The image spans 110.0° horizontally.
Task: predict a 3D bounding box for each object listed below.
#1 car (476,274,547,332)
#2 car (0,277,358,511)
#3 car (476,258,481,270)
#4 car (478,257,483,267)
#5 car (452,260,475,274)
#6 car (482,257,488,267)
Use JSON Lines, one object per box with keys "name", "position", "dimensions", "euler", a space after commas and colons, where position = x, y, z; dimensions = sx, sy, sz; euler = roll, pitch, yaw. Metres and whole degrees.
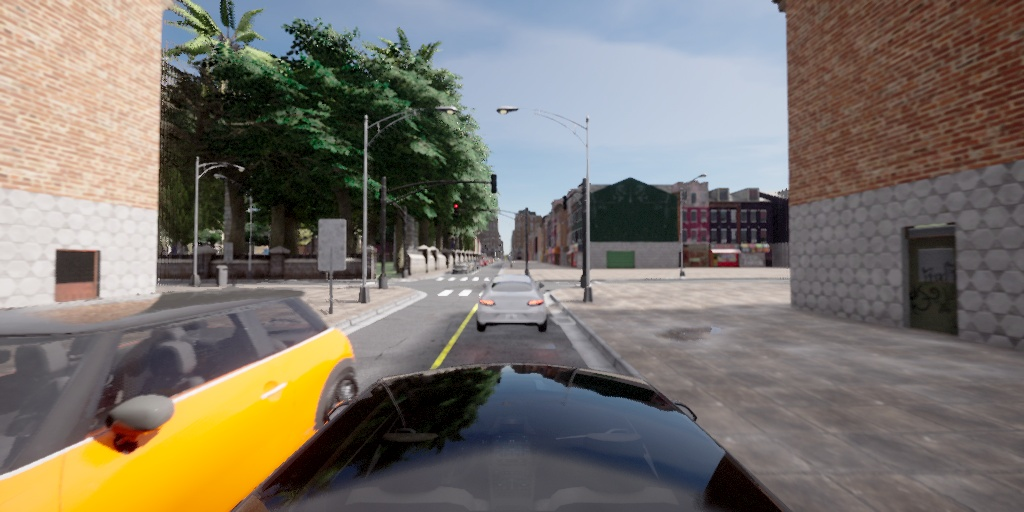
{"name": "car", "position": [0.012, 1.262, 10.722], "dimensions": [1.812, 1.442, 4.674], "euler": [0, 0, 1]}
{"name": "car", "position": [-2.830, 1.102, 2.228], "dimensions": [2.097, 1.767, 4.553], "euler": [0, 0, 0]}
{"name": "car", "position": [-5.631, 1.257, 46.880], "dimensions": [2.007, 1.370, 4.403], "euler": [0, 0, -1]}
{"name": "car", "position": [-5.684, 1.272, 52.330], "dimensions": [1.948, 1.339, 4.313], "euler": [0, 0, -1]}
{"name": "car", "position": [-5.589, 1.259, 39.745], "dimensions": [2.007, 1.370, 4.403], "euler": [0, 0, -1]}
{"name": "car", "position": [-5.789, 1.297, 63.229], "dimensions": [1.802, 1.307, 4.207], "euler": [0, 0, -1]}
